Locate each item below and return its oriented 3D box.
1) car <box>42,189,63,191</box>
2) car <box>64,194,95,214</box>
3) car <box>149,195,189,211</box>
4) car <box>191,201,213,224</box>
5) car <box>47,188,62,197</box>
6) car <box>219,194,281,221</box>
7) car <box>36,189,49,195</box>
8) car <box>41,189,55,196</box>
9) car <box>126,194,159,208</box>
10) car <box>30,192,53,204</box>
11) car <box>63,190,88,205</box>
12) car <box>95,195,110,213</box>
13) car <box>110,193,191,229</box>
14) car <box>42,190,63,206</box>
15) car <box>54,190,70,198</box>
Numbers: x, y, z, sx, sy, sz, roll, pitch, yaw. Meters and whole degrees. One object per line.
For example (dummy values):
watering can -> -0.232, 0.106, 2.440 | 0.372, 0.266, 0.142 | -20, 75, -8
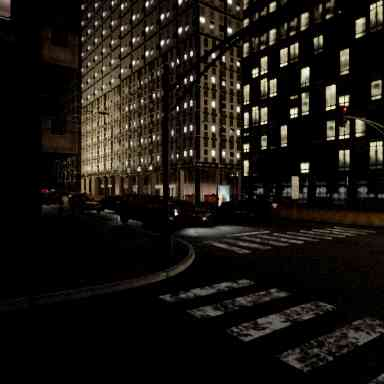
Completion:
car -> -25.545, 0.382, 60.600 | 1.994, 1.385, 4.181 | 0, 1, -36
car -> -9.122, 1.067, 28.278 | 1.802, 1.307, 4.206 | 2, 0, -36
car -> -2.388, 1.070, 33.266 | 1.947, 1.339, 4.313 | 1, 0, -36
car -> -0.655, 1.220, 21.040 | 1.812, 1.442, 4.674 | 0, 1, -36
car -> -28.531, 0.099, 69.122 | 1.967, 1.590, 4.097 | 1, 0, -36
car -> 4.155, 1.027, 24.301 | 2.192, 1.841, 5.009 | 1, 0, -36
car -> -35.071, -0.011, 78.087 | 1.887, 1.381, 4.507 | 1, 0, -36
car -> -31.802, 0.096, 73.605 | 1.887, 1.381, 4.507 | 1, 0, -36
car -> -5.657, 0.966, 37.748 | 1.947, 1.339, 4.313 | 1, 0, -36
car -> -18.925, 0.752, 41.720 | 1.802, 1.307, 4.206 | 2, 0, -36
car -> -12.327, 0.813, 37.064 | 2.128, 1.511, 4.902 | 0, 1, -36
car -> -6.435, 0.988, 28.966 | 1.882, 1.535, 5.008 | 0, 1, -36
car -> -2.579, 1.008, 19.315 | 2.192, 1.841, 5.009 | 2, 0, -36
car -> -15.657, 0.827, 37.240 | 2.008, 1.369, 4.403 | 2, 0, -36
car -> -25.266, 0.309, 64.641 | 1.887, 1.381, 4.507 | 1, 0, -36
